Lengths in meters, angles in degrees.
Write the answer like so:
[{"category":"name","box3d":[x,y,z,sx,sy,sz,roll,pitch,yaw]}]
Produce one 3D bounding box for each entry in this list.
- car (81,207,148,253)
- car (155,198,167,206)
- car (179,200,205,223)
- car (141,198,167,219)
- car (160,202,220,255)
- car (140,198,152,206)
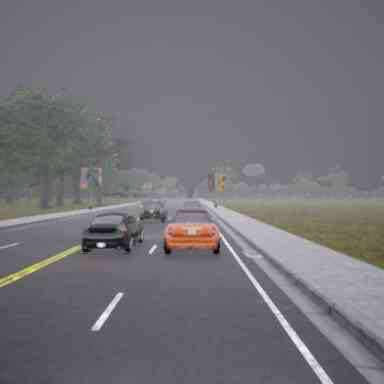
[{"category":"car","box3d":[-3.249,1.646,14.305,1.837,1.490,4.892,0,0,0]},{"category":"car","box3d":[-6.511,2.164,71.135,2.128,1.511,4.902,0,0,0]},{"category":"car","box3d":[-0.003,1.623,29.089,2.097,1.767,4.553,0,-1,0]},{"category":"car","box3d":[-3.253,1.623,29.090,2.097,1.767,4.553,0,-1,0]},{"category":"car","box3d":[0.000,1.485,14.092,2.097,1.767,4.553,0,-1,0]},{"category":"car","box3d":[-9.761,2.139,71.134,1.837,1.490,4.892,0,0,0]}]
